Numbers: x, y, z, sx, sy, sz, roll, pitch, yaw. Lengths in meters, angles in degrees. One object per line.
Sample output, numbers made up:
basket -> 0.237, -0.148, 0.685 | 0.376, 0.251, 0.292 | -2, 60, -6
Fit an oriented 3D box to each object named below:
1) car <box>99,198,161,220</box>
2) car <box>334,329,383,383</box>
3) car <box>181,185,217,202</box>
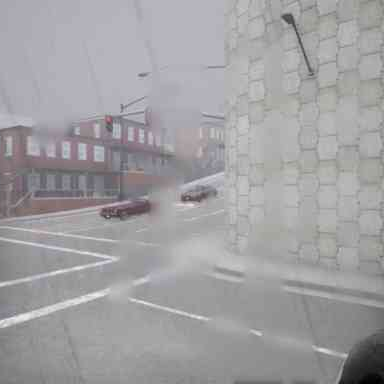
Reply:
car -> -4.541, 1.189, 24.714 | 1.895, 1.301, 4.718 | 0, 5, 35
car -> 3.326, 1.491, 1.591 | 4.902, 1.511, 2.128 | 0, 0, 36
car -> 0.691, 0.080, 32.098 | 1.994, 1.385, 4.181 | 0, 9, 36
